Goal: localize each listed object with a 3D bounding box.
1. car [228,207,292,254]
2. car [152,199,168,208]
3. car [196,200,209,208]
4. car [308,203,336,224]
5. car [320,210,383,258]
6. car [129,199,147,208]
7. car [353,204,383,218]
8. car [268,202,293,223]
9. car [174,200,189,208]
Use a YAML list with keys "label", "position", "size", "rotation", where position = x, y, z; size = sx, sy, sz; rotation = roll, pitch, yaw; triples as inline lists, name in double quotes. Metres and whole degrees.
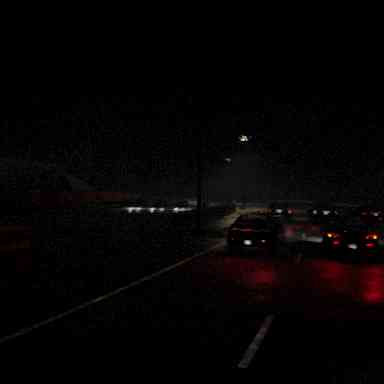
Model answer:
- label: "car"
  position: [2.888, 1.636, 14.325]
  size: [2.128, 1.511, 4.902]
  rotation: [1, 0, 21]
- label: "car"
  position: [-5.181, 1.829, 54.836]
  size: [1.882, 1.535, 5.008]
  rotation: [1, -1, 7]
- label: "car"
  position: [1.863, 1.986, 54.600]
  size: [2.033, 1.411, 5.357]
  rotation: [1, 0, 7]
- label: "car"
  position: [11.002, 1.701, 27.959]
  size: [2.097, 1.767, 4.553]
  rotation: [1, -1, 15]
- label: "car"
  position: [6.366, 1.708, 13.643]
  size: [1.812, 1.442, 4.674]
  rotation: [1, 0, 21]
- label: "car"
  position: [-8.783, 1.867, 54.276]
  size: [1.994, 1.385, 4.181]
  rotation: [1, -1, 7]
- label: "car"
  position: [14.349, 1.735, 26.941]
  size: [2.097, 1.767, 4.553]
  rotation: [1, -1, 15]
- label: "car"
  position: [7.654, 1.667, 28.976]
  size: [2.097, 1.767, 4.553]
  rotation: [1, -1, 15]
- label: "car"
  position: [-1.660, 1.961, 54.858]
  size: [1.994, 1.385, 4.181]
  rotation: [1, -1, 7]
